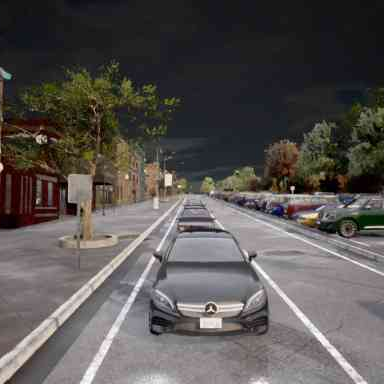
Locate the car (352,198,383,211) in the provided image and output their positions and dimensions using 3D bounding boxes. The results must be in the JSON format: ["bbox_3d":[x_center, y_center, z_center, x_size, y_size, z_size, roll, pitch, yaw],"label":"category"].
[{"bbox_3d":[22.222,1.452,40.238,4.792,1.488,2.163,0,0,0],"label":"car"}]

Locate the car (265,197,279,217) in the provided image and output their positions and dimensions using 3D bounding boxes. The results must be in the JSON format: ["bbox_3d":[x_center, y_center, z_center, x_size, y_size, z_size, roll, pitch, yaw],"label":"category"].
[{"bbox_3d":[9.194,1.460,28.276,5.008,1.535,2.097,0,0,0],"label":"car"}]

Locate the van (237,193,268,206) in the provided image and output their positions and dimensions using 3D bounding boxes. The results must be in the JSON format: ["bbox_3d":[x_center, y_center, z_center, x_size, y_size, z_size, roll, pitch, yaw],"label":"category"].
[{"bbox_3d":[9.156,1.114,50.710,4.442,1.987,1.878,0,1,0],"label":"van"}]

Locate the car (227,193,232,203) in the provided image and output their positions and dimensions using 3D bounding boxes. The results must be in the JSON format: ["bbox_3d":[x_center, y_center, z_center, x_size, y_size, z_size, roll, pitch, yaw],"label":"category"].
[{"bbox_3d":[8.993,1.290,56.318,4.892,1.521,2.231,0,1,0],"label":"car"}]

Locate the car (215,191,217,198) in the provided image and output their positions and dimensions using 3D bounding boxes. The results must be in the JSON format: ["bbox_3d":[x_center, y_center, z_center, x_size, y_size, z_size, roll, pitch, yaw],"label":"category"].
[{"bbox_3d":[8.814,1.065,81.545,5.008,1.535,2.097,0,1,0],"label":"car"}]

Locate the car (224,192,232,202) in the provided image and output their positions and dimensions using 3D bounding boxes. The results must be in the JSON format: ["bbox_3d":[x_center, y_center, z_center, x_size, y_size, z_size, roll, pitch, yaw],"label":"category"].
[{"bbox_3d":[8.956,1.280,61.924,4.674,1.452,2.002,0,1,0],"label":"car"}]

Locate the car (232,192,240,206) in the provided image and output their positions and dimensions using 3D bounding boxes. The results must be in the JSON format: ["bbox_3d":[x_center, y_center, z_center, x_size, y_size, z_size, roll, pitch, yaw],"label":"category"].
[{"bbox_3d":[9.031,1.113,47.905,5.566,2.045,2.435,0,1,0],"label":"car"}]

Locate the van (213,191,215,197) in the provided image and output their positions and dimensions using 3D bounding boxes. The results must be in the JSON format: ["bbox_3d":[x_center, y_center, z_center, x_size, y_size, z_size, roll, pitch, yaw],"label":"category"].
[{"bbox_3d":[8.642,0.764,89.952,4.442,1.987,1.878,0,1,0],"label":"van"}]

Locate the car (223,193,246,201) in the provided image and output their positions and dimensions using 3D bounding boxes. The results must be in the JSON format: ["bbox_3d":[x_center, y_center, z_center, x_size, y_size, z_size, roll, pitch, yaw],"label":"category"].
[{"bbox_3d":[8.868,1.039,70.332,4.553,1.767,2.185,0,1,0],"label":"car"}]

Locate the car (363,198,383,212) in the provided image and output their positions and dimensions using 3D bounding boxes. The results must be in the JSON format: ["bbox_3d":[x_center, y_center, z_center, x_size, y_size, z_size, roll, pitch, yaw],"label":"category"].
[{"bbox_3d":[22.184,1.469,37.455,4.792,1.488,2.163,0,0,0],"label":"car"}]

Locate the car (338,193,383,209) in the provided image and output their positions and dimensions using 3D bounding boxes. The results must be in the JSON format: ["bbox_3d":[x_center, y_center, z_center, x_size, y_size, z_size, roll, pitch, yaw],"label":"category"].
[{"bbox_3d":[22.145,1.153,43.011,5.566,2.045,2.435,0,0,0],"label":"car"}]

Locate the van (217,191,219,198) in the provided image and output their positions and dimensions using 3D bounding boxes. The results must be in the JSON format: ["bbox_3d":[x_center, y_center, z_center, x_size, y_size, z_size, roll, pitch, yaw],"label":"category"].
[{"bbox_3d":[8.722,0.864,78.740,4.442,1.987,1.878,0,1,0],"label":"van"}]

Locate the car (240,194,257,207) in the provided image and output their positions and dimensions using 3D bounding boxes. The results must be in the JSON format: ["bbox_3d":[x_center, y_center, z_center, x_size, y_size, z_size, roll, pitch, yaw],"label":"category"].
[{"bbox_3d":[9.105,1.409,42.299,4.892,1.521,2.231,0,0,0],"label":"car"}]

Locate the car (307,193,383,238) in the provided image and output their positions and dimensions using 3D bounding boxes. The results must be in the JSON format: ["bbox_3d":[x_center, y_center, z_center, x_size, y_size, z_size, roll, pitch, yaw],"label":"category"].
[{"bbox_3d":[9.251,1.221,17.063,5.566,2.045,2.435,0,0,0],"label":"car"}]

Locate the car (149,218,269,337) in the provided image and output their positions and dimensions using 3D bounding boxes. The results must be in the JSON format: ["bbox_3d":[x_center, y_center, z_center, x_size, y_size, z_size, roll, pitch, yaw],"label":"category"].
[{"bbox_3d":[0.252,1.524,6.857,1.812,1.442,4.674,0,0,0],"label":"car"}]

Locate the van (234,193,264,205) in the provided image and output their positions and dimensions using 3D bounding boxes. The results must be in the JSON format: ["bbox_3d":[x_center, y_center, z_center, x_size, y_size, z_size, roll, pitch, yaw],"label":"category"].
[{"bbox_3d":[9.136,1.089,53.513,4.442,1.987,1.878,0,1,0],"label":"van"}]

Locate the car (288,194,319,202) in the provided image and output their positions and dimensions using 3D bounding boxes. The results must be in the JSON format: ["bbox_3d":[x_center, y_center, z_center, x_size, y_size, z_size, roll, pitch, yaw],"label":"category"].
[{"bbox_3d":[21.830,1.209,65.217,5.366,1.575,1.946,0,0,0],"label":"car"}]

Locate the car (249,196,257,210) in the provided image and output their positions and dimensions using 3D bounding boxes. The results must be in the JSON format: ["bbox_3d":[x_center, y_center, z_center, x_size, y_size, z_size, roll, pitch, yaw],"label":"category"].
[{"bbox_3d":[9.168,1.470,36.689,4.792,1.488,2.163,0,0,0],"label":"car"}]

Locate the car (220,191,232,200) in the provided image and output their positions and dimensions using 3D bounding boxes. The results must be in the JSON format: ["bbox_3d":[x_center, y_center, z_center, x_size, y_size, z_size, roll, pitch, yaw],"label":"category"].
[{"bbox_3d":[8.910,0.963,64.725,5.566,2.045,2.435,0,1,0],"label":"car"}]

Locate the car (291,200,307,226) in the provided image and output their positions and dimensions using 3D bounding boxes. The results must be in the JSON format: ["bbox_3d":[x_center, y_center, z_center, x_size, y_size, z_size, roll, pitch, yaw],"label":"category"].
[{"bbox_3d":[9.074,1.466,19.866,5.366,1.575,1.946,0,0,0],"label":"car"}]

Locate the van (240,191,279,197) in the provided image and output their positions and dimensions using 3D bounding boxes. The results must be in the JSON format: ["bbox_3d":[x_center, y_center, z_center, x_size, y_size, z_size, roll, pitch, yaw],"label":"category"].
[{"bbox_3d":[9.196,1.163,45.106,4.442,1.987,1.878,0,0,0],"label":"van"}]

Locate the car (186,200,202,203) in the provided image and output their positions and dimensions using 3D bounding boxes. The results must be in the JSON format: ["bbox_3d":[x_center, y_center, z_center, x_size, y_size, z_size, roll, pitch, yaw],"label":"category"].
[{"bbox_3d":[0.218,1.442,29.884,2.128,1.511,4.902,0,0,0],"label":"car"}]

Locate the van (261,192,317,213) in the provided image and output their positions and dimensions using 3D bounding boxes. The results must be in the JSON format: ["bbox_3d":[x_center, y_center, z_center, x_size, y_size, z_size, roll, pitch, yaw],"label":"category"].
[{"bbox_3d":[9.062,1.230,31.082,4.442,1.987,1.878,0,0,0],"label":"van"}]

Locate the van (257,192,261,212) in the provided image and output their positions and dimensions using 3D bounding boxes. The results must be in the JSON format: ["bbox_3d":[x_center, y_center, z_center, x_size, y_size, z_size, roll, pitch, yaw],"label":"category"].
[{"bbox_3d":[9.276,1.222,33.886,4.442,1.987,1.878,0,0,0],"label":"van"}]

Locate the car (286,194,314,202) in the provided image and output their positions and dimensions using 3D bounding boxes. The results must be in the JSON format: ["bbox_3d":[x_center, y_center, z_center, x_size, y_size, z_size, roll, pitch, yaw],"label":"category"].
[{"bbox_3d":[22.001,1.188,67.995,4.892,1.521,2.231,0,1,0],"label":"car"}]

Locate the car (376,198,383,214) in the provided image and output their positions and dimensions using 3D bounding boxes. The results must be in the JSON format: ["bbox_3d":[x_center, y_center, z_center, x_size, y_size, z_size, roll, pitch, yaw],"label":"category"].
[{"bbox_3d":[22.418,1.444,34.684,5.366,1.575,1.946,0,0,0],"label":"car"}]

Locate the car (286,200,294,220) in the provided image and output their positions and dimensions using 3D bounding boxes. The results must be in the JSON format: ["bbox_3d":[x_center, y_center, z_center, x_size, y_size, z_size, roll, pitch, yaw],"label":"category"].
[{"bbox_3d":[9.242,1.506,22.670,4.674,1.452,2.002,0,0,0],"label":"car"}]

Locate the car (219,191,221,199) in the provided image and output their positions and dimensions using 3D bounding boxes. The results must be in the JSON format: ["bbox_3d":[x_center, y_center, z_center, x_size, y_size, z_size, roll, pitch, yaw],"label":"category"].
[{"bbox_3d":[8.891,0.938,67.528,5.566,2.045,2.435,0,1,0],"label":"car"}]

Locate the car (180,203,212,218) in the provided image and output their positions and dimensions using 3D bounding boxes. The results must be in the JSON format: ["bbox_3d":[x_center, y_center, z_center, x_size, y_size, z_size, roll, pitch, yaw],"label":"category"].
[{"bbox_3d":[0.192,1.532,17.436,2.033,1.411,5.357,0,0,0],"label":"car"}]

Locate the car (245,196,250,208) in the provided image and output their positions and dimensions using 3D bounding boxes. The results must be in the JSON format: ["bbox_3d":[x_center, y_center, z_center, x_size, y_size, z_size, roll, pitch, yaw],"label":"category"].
[{"bbox_3d":[9.116,1.466,39.496,4.674,1.452,2.002,0,0,0],"label":"car"}]

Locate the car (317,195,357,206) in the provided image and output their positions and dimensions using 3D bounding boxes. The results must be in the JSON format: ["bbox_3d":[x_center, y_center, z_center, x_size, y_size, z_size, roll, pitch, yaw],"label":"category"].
[{"bbox_3d":[22.301,1.332,51.341,5.366,1.575,1.946,0,1,0],"label":"car"}]

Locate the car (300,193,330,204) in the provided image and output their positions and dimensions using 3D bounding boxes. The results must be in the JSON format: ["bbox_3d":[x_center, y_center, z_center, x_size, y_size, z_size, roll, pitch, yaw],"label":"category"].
[{"bbox_3d":[22.086,1.136,59.668,4.553,1.767,2.185,0,1,0],"label":"car"}]

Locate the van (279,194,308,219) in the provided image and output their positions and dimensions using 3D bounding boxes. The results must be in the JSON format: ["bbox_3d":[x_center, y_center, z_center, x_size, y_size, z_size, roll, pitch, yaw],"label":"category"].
[{"bbox_3d":[9.336,1.237,25.474,4.442,1.987,1.878,0,0,0],"label":"van"}]
